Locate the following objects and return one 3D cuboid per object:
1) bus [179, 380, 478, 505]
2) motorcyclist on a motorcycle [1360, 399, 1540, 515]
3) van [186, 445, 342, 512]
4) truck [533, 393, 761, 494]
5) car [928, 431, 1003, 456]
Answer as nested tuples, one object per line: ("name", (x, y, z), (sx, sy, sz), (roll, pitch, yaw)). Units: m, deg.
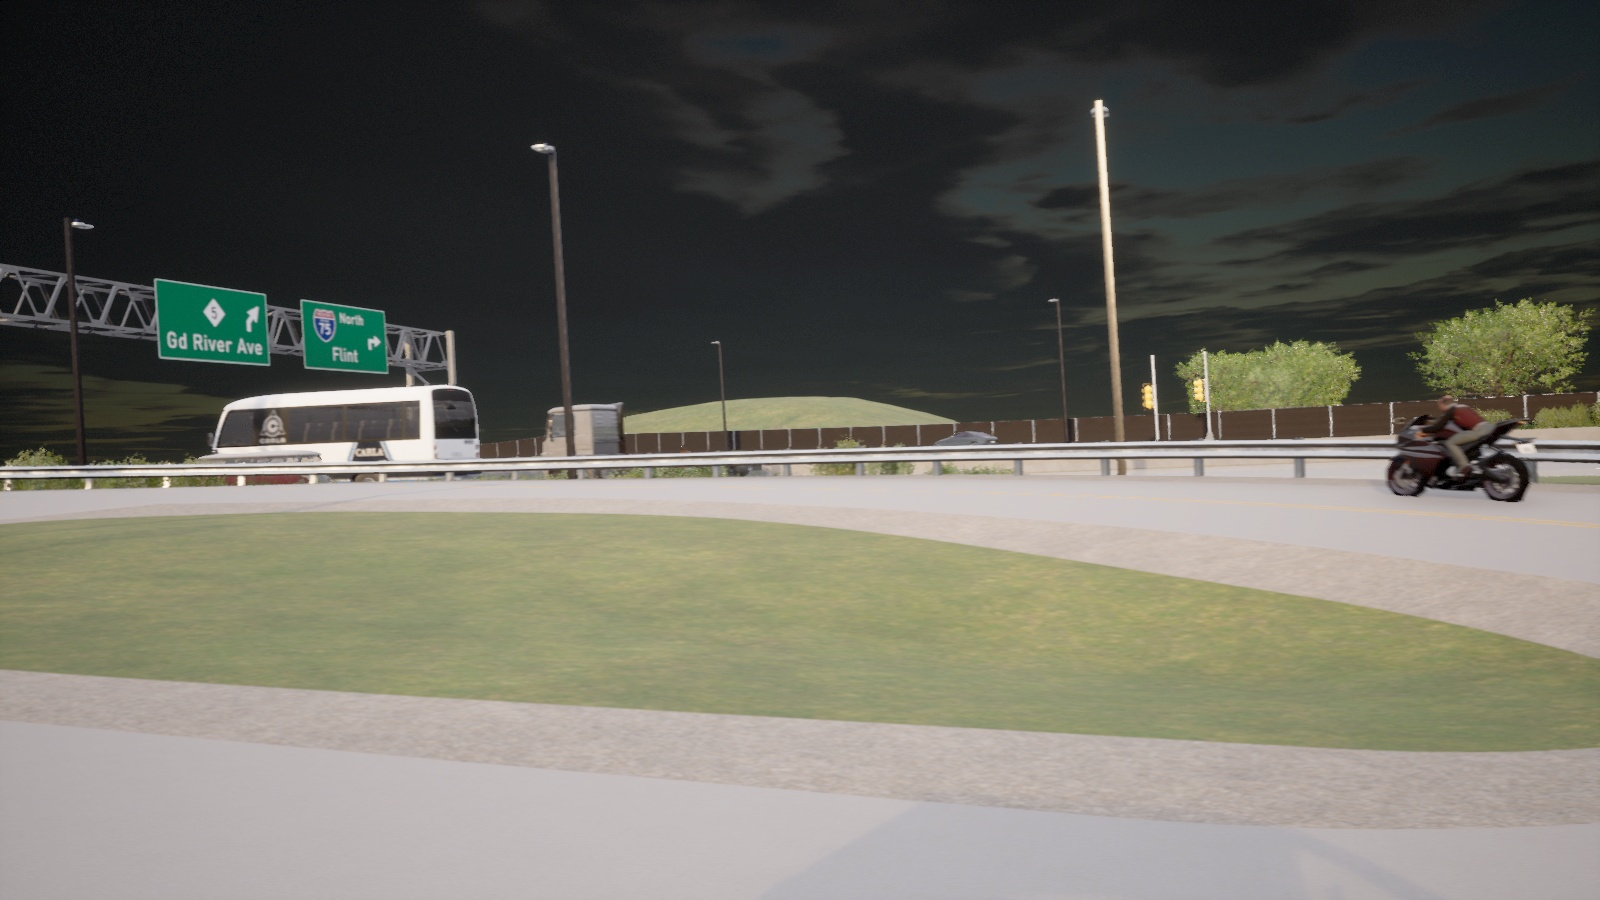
("bus", (-17.813, -0.207, 47.561), (10.273, 4.253, 3.944), (-2, 0, 18))
("motorcyclist on a motorcycle", (9.301, 0.066, 18.072), (0.866, 1.530, 2.191), (-3, 2, -26))
("van", (-17.065, 0.910, 39.984), (4.442, 1.987, 1.775), (-2, 0, 18))
("truck", (-5.744, -0.212, 47.361), (7.936, 3.462, 2.891), (-2, 0, 18))
("car", (10.168, -0.389, 77.478), (4.181, 1.385, 1.994), (-1, 1, 45))
